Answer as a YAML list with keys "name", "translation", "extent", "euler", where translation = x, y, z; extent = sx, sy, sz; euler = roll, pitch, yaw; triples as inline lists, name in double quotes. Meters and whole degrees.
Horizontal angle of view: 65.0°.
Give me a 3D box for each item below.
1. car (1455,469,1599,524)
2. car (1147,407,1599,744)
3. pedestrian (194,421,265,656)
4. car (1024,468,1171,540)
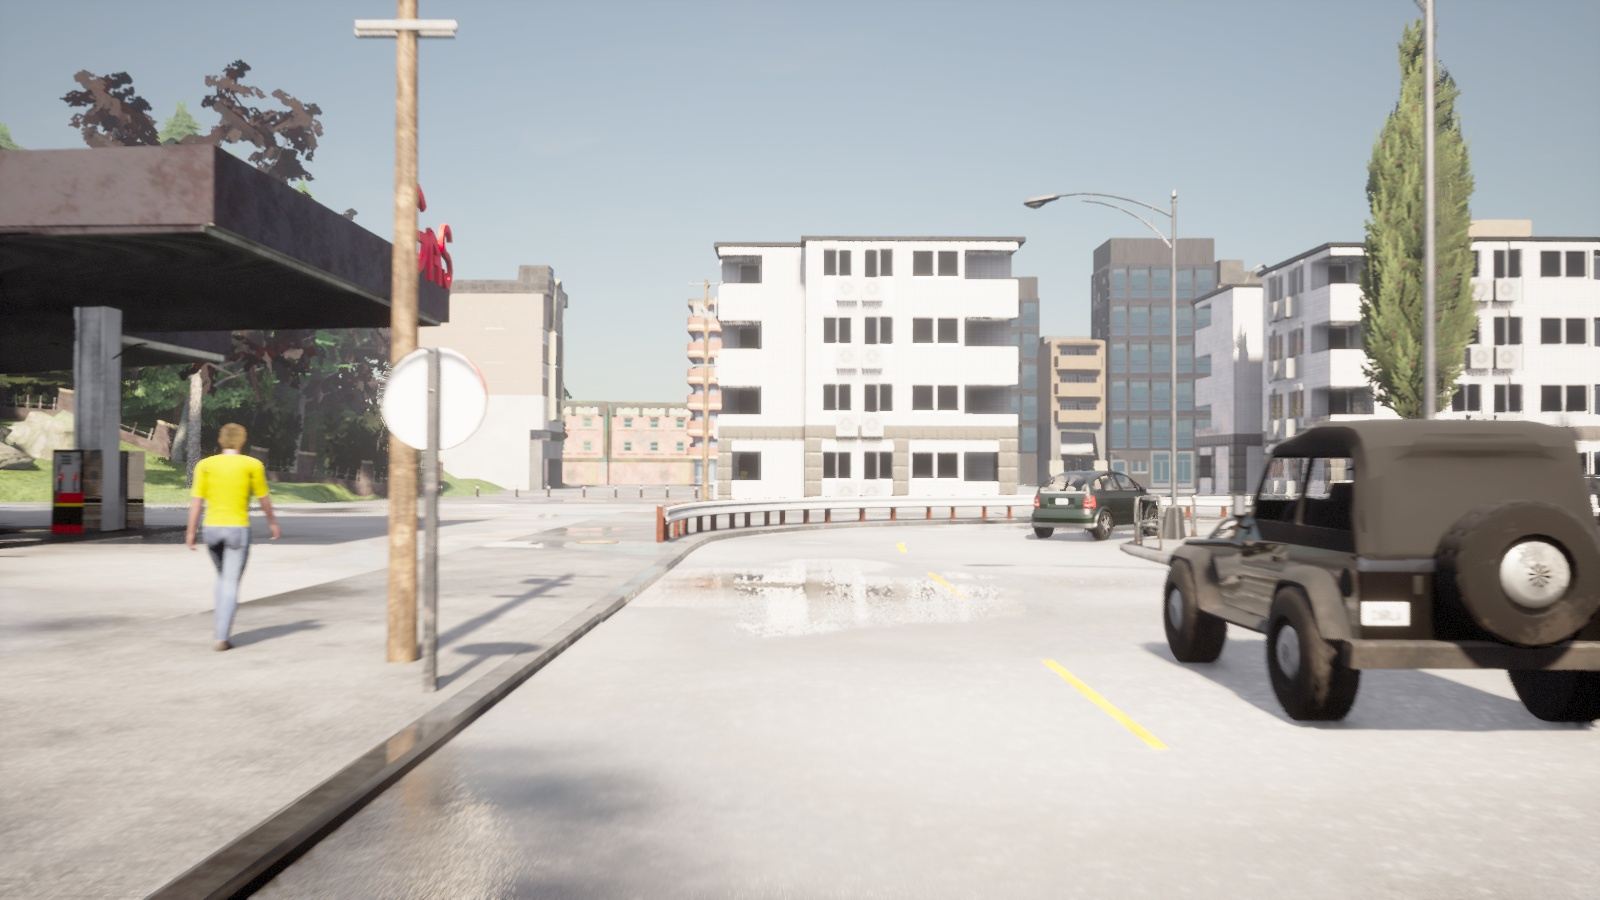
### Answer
- name: "car"
  translation: [21.367, 1.277, 35.342]
  extent: [4.892, 1.490, 1.837]
  euler: [0, -1, 0]
- name: "car"
  translation: [3.978, 0.731, 8.979]
  extent: [1.905, 1.878, 3.866]
  euler: [0, -1, 0]
- name: "pedestrian"
  translation: [-4.632, 0.698, 10.222]
  extent: [0.354, 1.836, 0.706]
  euler: [0, -1, -9]
- name: "car"
  translation: [6.960, 1.214, 29.161]
  extent: [1.789, 1.549, 3.705]
  euler: [-2, -2, 41]
